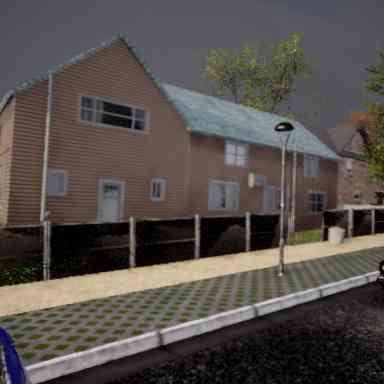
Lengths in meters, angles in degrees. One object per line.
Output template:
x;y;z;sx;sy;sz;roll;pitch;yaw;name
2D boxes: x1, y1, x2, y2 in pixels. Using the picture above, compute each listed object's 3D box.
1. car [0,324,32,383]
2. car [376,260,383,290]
-2.860;1.341;1.034;4.553;1.767;2.097;0;0;-35;car
6.098;1.639;7.401;4.718;1.301;1.895;0;0;-35;car
